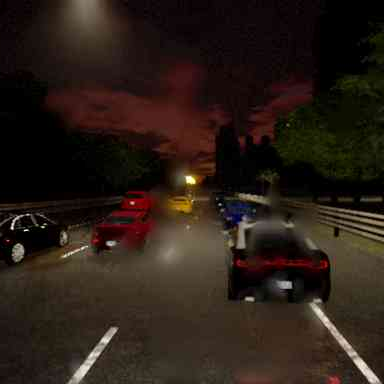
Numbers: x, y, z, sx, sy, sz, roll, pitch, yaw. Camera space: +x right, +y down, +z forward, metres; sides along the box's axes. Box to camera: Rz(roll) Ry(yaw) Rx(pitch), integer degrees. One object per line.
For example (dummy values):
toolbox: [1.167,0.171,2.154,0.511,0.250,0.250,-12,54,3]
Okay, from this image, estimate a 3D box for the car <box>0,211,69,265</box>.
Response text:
car: [-5.950,1.415,11.339,1.837,1.490,4.892,0,1,5]

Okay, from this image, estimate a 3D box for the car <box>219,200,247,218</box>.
car: [2.557,1.373,18.147,1.812,1.442,4.674,0,0,4]

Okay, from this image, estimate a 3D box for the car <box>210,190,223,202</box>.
car: [4.232,0.672,58.964,2.150,2.045,5.566,0,1,3]

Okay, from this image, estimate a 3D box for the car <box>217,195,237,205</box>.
car: [3.002,1.271,24.157,1.882,1.535,5.008,0,1,4]

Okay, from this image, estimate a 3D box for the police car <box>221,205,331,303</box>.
police car: [1.787,1.356,8.242,1.930,1.638,5.238,0,0,5]

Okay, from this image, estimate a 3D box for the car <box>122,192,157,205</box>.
car: [-4.593,0.972,29.461,2.150,2.045,5.566,0,1,4]

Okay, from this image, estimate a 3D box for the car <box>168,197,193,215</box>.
car: [-0.999,1.214,30.704,1.882,1.535,5.008,0,1,4]

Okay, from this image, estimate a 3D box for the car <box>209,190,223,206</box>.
car: [3.378,0.956,44.487,2.097,1.767,4.553,0,1,4]

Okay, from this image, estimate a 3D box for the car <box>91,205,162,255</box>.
car: [-2.333,1.422,12.684,1.812,1.442,4.674,0,0,4]
